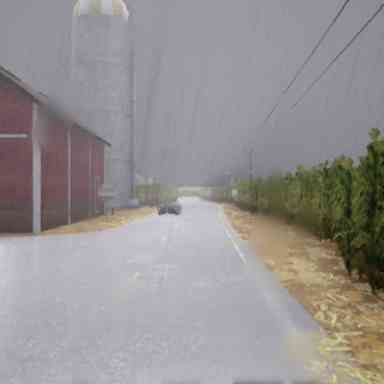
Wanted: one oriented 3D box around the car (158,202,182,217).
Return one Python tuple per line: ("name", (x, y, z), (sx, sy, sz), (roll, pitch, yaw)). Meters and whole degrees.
("car", (-2.070, 1.607, 32.110), (1.895, 1.301, 4.718), (0, 0, 4))
